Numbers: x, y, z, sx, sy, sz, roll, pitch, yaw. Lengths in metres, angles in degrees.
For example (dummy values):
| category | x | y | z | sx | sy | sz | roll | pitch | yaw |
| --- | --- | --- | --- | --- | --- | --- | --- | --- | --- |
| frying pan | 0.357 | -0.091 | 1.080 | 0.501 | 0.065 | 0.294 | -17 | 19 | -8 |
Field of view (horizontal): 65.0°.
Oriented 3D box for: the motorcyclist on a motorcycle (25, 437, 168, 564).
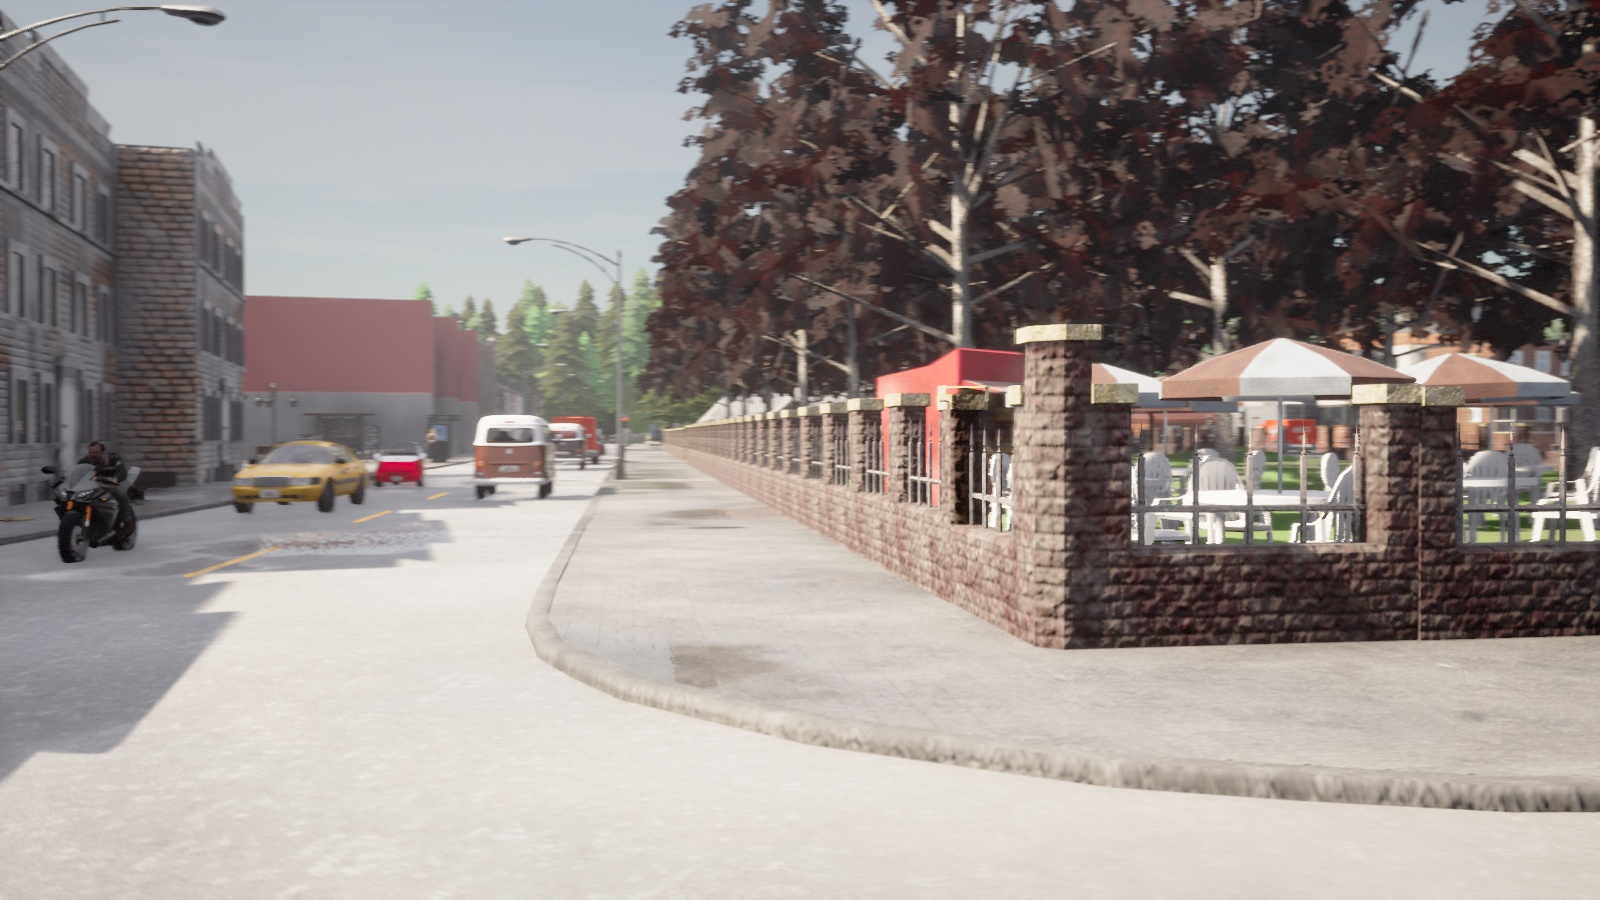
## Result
| category | x | y | z | sx | sy | sz | roll | pitch | yaw |
| --- | --- | --- | --- | --- | --- | --- | --- | --- | --- |
| motorcyclist on a motorcycle | -9.100 | 0.606 | 16.354 | 0.866 | 1.530 | 2.191 | 0 | 1 | -7 |

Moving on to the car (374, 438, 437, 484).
| category | x | y | z | sx | sy | sz | roll | pitch | yaw |
| --- | --- | --- | --- | --- | --- | --- | --- | --- | --- |
| car | -11.984 | 0.323 | 38.276 | 1.481 | 1.376 | 2.207 | 0 | 0 | -7 |

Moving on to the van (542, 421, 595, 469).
| category | x | y | z | sx | sy | sz | roll | pitch | yaw |
| --- | --- | --- | --- | --- | --- | --- | --- | --- | --- |
| van | -10.276 | -0.235 | 55.990 | 2.069 | 2.038 | 4.480 | 0 | 1 | -7 |

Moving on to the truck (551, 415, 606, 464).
| category | x | y | z | sx | sy | sz | roll | pitch | yaw |
| --- | --- | --- | --- | --- | --- | --- | --- | --- | --- |
| truck | -11.599 | -0.585 | 66.135 | 2.627 | 2.467 | 5.204 | 0 | 1 | -7 |

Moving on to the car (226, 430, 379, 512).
| category | x | y | z | sx | sy | sz | roll | pitch | yaw |
| --- | --- | --- | --- | --- | --- | --- | --- | --- | --- |
| car | -10.488 | 0.364 | 26.909 | 1.801 | 1.575 | 5.366 | 0 | 1 | -7 |

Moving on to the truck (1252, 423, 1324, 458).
| category | x | y | z | sx | sy | sz | roll | pitch | yaw |
| --- | --- | --- | --- | --- | --- | --- | --- | --- | --- |
| truck | 34.982 | -0.703 | 90.218 | 2.627 | 2.467 | 5.204 | 0 | 1 | -8 |

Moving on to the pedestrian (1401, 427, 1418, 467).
| category | x | y | z | sx | sy | sz | roll | pitch | yaw |
| --- | --- | --- | --- | --- | --- | --- | --- | --- | --- |
| pedestrian | 29.475 | -0.140 | 60.730 | 0.395 | 1.930 | 0.692 | 0 | 1 | -7 |

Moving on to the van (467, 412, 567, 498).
| category | x | y | z | sx | sy | sz | roll | pitch | yaw |
| --- | --- | --- | --- | --- | --- | --- | --- | --- | --- |
| van | -7.126 | 0.096 | 32.022 | 2.069 | 2.038 | 4.480 | 0 | 1 | -7 |
